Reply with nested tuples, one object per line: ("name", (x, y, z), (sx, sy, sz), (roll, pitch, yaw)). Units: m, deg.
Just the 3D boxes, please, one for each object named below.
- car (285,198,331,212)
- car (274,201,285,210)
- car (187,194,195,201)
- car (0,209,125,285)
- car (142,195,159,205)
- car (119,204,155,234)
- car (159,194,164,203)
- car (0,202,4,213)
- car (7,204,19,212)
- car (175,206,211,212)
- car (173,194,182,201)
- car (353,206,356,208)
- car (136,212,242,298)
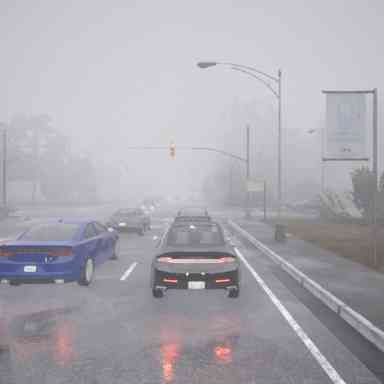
("car", (13.570, 1.526, 38.143), (4.674, 1.442, 1.812), (0, 0, 3))
("car", (12.852, 1.491, 41.701), (4.902, 1.511, 2.128), (0, 0, 3))
("car", (-0.302, 1.518, 85.713), (2.128, 1.511, 4.902), (0, 0, 0))
("car", (-3.432, 1.478, 9.513), (1.882, 1.535, 5.008), (0, 0, 0))
("car", (-7.278, 1.505, 56.623), (1.837, 1.490, 4.892), (0, 0, 0))
("car", (-3.463, 1.564, 18.504), (1.994, 1.385, 4.181), (0, 0, 0))
("car", (-7.261, 1.505, 65.991), (1.837, 1.490, 4.892), (0, 0, 0))
("car", (-21.118, 1.563, 32.656), (4.181, 1.385, 1.994), (0, 0, 5))
("car", (-21.556, 1.601, 36.304), (4.718, 1.301, 1.895), (0, 0, 3))
("car", (0.038, 1.478, 18.004), (1.882, 1.535, 5.008), (0, 0, 0))
("car", (-3.800, 1.471, 85.318), (1.882, 1.535, 5.008), (0, 0, 0))
("car", (22.970, 1.542, 41.152), (5.357, 1.411, 2.033), (0, 0, 3))
("car", (0.073, 1.492, 8.508), (2.128, 1.511, 4.902), (0, 0, 0))
